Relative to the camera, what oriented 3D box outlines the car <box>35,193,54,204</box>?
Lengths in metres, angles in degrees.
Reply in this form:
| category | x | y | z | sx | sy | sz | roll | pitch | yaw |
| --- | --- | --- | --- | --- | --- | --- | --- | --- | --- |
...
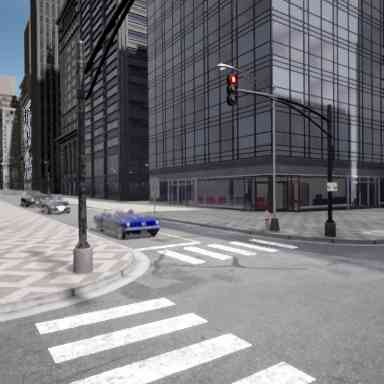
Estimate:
| category | x | y | z | sx | sy | sz | roll | pitch | yaw |
| --- | --- | --- | --- | --- | --- | --- | --- | --- | --- |
| car | -22.871 | 0.951 | 51.438 | 1.837 | 1.490 | 4.892 | -1 | 1 | -34 |

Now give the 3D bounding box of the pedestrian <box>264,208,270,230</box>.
| category | x | y | z | sx | sy | sz | roll | pitch | yaw |
| --- | --- | --- | --- | --- | --- | --- | --- | --- | --- |
| pedestrian | 3.902 | 1.373 | 17.255 | 0.500 | 1.100 | 0.500 | 0 | 0 | -34 |

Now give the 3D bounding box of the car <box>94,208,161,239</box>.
| category | x | y | z | sx | sy | sz | roll | pitch | yaw |
| --- | --- | --- | --- | --- | --- | --- | --- | --- | --- |
| car | -3.385 | 1.491 | 16.870 | 1.895 | 1.301 | 4.718 | -1 | 1 | -33 |

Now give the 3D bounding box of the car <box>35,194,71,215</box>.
| category | x | y | z | sx | sy | sz | roll | pitch | yaw |
| --- | --- | --- | --- | --- | --- | --- | --- | --- | --- |
| car | -12.534 | 1.231 | 30.446 | 2.128 | 1.511 | 4.902 | -1 | 1 | -34 |

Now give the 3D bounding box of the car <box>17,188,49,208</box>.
| category | x | y | z | sx | sy | sz | roll | pitch | yaw |
| --- | --- | --- | --- | --- | --- | --- | --- | --- | --- |
| car | -19.565 | 0.824 | 40.859 | 2.150 | 2.045 | 5.566 | -1 | 2 | -35 |
